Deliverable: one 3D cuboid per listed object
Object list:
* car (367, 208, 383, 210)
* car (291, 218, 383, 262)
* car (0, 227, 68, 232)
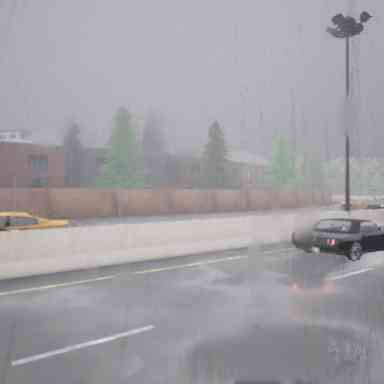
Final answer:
[{"bbox_3d":[22.324,1.495,39.418,1.882,1.535,5.008,0,0,43],"label":"car"},{"bbox_3d":[5.871,1.606,12.230,4.718,1.301,1.895,0,0,-35],"label":"car"},{"bbox_3d":[-6.995,1.479,11.899,5.008,1.535,1.882,0,0,-35],"label":"car"}]
